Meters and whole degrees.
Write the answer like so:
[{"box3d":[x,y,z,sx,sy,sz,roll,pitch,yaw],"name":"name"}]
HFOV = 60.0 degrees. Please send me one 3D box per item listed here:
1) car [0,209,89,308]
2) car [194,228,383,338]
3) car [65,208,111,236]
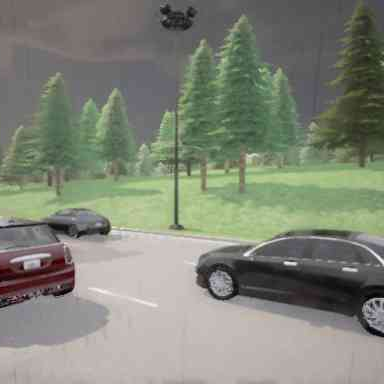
[{"box3d":[-4.634,1.319,7.294,4.553,1.767,2.097,1,0,36],"name":"car"},{"box3d":[2.307,1.495,6.646,4.892,1.490,1.837,0,0,35],"name":"car"},{"box3d":[-6.063,1.500,16.912,4.181,1.385,1.994,0,0,35],"name":"car"}]
